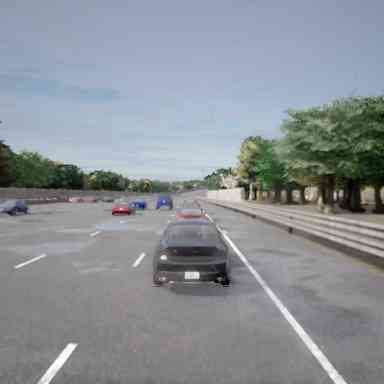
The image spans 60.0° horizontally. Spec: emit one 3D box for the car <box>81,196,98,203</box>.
[{"bbox_3d":[-22.163,1.601,72.946,2.097,1.767,4.553,0,0,-2],"label":"car"}]

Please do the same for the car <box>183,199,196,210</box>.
[{"bbox_3d":[-0.352,1.742,46.896,1.812,1.442,4.674,0,0,-1],"label":"car"}]

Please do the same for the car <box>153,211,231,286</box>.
[{"bbox_3d":[-0.004,1.522,9.463,1.837,1.490,4.892,0,0,0],"label":"car"}]

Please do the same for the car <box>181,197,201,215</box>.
[{"bbox_3d":[-0.147,1.507,36.812,2.097,1.767,4.553,0,0,-1],"label":"car"}]

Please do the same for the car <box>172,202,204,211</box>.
[{"bbox_3d":[-0.048,1.586,20.133,1.812,1.442,4.674,0,0,0],"label":"car"}]

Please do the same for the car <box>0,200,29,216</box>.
[{"bbox_3d":[-17.606,1.552,32.487,1.812,1.442,4.674,0,0,-2],"label":"car"}]

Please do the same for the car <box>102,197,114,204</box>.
[{"bbox_3d":[-18.688,1.748,73.848,1.882,1.535,5.008,0,0,-2],"label":"car"}]

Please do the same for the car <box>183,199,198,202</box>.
[{"bbox_3d":[-0.115,1.604,27.641,1.837,1.490,4.892,0,-1,-1],"label":"car"}]

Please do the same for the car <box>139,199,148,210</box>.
[{"bbox_3d":[-7.341,1.652,46.604,1.882,1.535,5.008,0,0,-1],"label":"car"}]

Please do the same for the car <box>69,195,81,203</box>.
[{"bbox_3d":[-25.697,1.565,74.095,2.097,1.767,4.553,0,0,-2],"label":"car"}]

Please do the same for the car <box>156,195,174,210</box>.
[{"bbox_3d":[-3.857,1.416,47.561,2.150,2.045,5.566,0,-1,-2],"label":"car"}]

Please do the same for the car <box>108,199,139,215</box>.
[{"bbox_3d":[-7.098,1.664,34.815,1.994,1.385,4.181,0,-1,-3],"label":"car"}]
